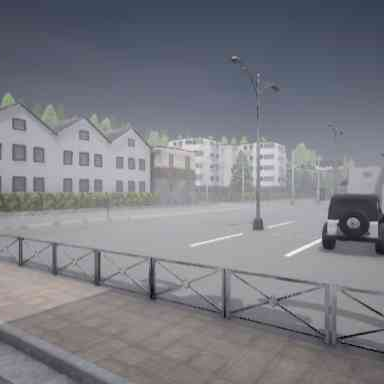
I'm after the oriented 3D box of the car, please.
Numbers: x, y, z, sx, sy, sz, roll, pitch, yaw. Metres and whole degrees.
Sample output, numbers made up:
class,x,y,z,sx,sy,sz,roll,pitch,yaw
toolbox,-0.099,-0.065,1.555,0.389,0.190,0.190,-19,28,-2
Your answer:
class,x,y,z,sx,sy,sz,roll,pitch,yaw
car,5.886,1.023,11.679,1.905,1.878,3.866,0,0,35
